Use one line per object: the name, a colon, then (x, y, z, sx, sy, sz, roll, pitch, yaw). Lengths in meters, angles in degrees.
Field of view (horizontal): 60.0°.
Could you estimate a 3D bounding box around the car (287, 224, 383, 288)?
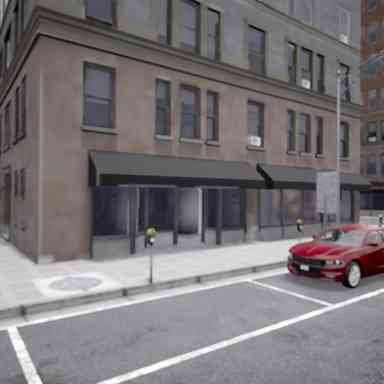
car: (4.591, 1.630, 9.463, 4.507, 1.381, 1.887, 1, 0, -35)
